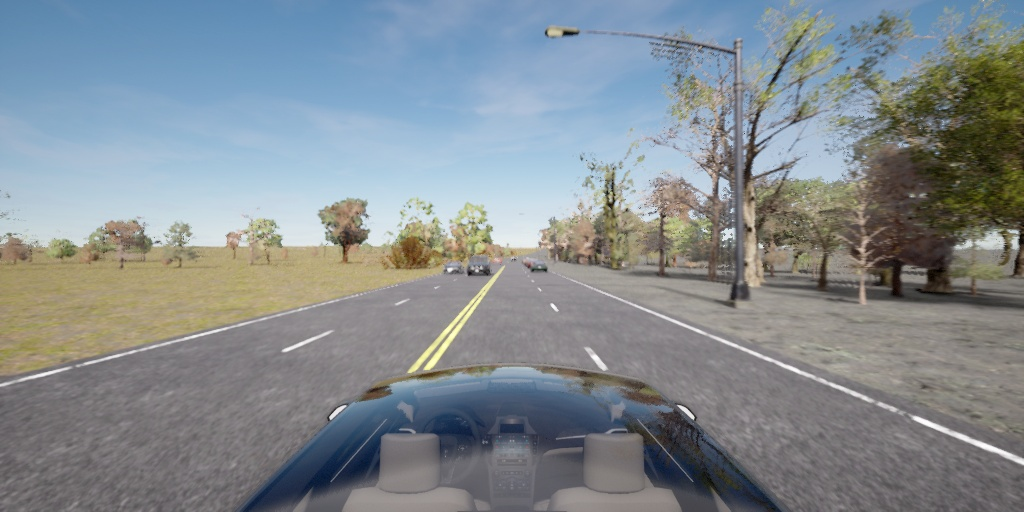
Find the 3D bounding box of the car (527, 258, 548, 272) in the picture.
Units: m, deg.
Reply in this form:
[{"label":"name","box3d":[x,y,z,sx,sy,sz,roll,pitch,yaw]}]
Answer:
[{"label":"car","box3d":[3.288,1.272,44.218,1.994,1.385,4.181,-1,0,0]}]

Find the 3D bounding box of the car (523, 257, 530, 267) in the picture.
[{"label":"car","box3d":[3.318,1.185,55.245,2.163,1.488,4.792,1,0,0]}]

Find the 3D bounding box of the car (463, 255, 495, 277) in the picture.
[{"label":"car","box3d":[-3.322,0.965,36.761,2.150,2.045,5.566,-2,2,0]}]

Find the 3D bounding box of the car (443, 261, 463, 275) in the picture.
[{"label":"car","box3d":[-6.543,1.294,40.387,2.128,1.511,4.902,0,0,0]}]
